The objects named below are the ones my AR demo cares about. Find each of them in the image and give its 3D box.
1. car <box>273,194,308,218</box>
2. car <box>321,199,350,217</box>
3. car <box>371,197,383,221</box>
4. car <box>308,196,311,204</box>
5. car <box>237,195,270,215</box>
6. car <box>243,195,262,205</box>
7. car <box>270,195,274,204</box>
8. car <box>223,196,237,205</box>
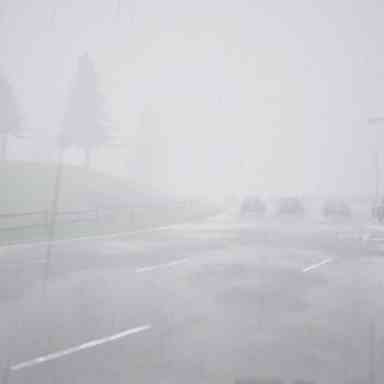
[{"bbox_3d":[8.498,1.164,28.362,2.097,1.767,4.553,-1,0,20],"label":"car"},{"bbox_3d":[12.299,1.315,28.620,1.994,1.385,4.181,-1,0,18],"label":"car"},{"bbox_3d":[14.223,1.081,23.819,2.097,1.767,4.553,-1,0,23],"label":"car"},{"bbox_3d":[17.198,1.128,52.783,1.837,1.490,4.892,-1,0,-5],"label":"car"},{"bbox_3d":[5.975,1.198,31.962,2.097,1.767,4.553,-1,0,16],"label":"car"},{"bbox_3d":[9.976,1.240,54.942,1.837,1.490,4.892,-1,0,-5],"label":"car"},{"bbox_3d":[13.506,1.244,54.696,1.994,1.385,4.181,-1,0,-5],"label":"car"},{"bbox_3d":[6.491,1.339,55.198,2.033,1.411,5.357,-1,0,-6],"label":"car"}]
